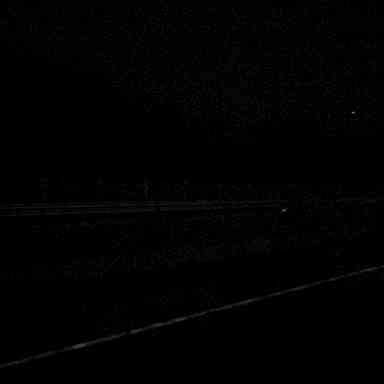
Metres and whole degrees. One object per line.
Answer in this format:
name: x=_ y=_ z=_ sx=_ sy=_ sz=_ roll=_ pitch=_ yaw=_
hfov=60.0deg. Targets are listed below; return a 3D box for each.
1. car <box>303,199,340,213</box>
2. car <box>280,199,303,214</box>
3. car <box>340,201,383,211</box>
car: x=12.403 y=1.500 z=29.608 sx=4.892 sy=1.490 sz=1.837 roll=0 pitch=0 yaw=-34
car: x=10.720 y=1.484 z=32.694 sx=4.902 sy=1.511 sz=2.128 roll=0 pitch=0 yaw=-34
car: x=14.323 y=1.503 z=26.682 sx=4.892 sy=1.490 sz=1.837 roll=0 pitch=0 yaw=-34
